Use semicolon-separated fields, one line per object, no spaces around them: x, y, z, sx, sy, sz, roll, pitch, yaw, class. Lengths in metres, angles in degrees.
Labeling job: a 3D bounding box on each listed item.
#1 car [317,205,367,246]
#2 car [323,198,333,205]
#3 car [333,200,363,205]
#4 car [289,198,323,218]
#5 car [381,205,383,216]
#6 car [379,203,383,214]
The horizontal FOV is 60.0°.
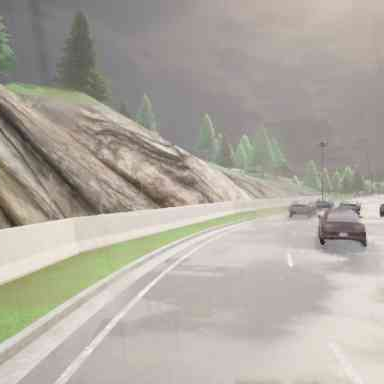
6.831;1.524;15.320;1.812;1.442;4.674;0;0;21;car
16.616;1.488;41.737;2.128;1.511;4.902;0;0;29;car
15.360;1.489;32.286;2.128;1.511;4.902;0;0;29;car
10.116;1.489;30.069;2.128;1.511;4.902;0;0;29;car
11.822;1.599;18.282;1.895;1.301;4.718;0;0;25;car
19.194;1.560;31.978;1.994;1.385;4.181;0;0;29;car
